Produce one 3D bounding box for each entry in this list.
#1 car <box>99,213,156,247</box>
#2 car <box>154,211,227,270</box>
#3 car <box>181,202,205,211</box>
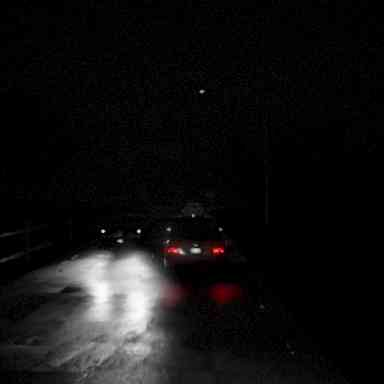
[{"bbox_3d":[-2.846,1.661,15.497,1.895,1.301,4.718,0,0,0],"label":"car"},{"bbox_3d":[0.094,1.603,11.273,2.033,1.411,5.357,0,0,0],"label":"car"},{"bbox_3d":[0.094,1.552,27.206,1.812,1.442,4.674,0,0,0],"label":"car"}]
